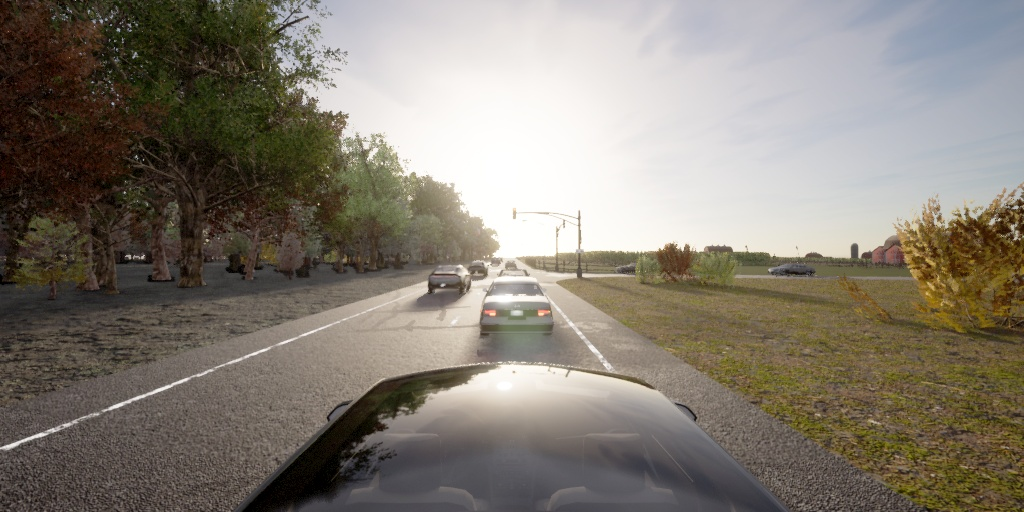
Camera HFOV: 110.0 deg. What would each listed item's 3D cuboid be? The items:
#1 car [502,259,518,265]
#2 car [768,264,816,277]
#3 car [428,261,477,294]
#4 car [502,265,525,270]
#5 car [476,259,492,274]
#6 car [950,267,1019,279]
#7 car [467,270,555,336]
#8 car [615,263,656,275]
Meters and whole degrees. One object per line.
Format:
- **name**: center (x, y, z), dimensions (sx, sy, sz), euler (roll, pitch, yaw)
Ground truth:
- **car**: center (-0.114, 1.302, 59.833), dimensions (2.033, 1.411, 5.357), euler (0, 0, 2)
- **car**: center (33.171, 1.661, 42.585), dimensions (4.902, 1.511, 2.128), euler (1, -1, 0)
- **car**: center (-3.418, 1.245, 20.200), dimensions (2.128, 1.511, 4.902), euler (0, 0, 0)
- **car**: center (0.081, 1.355, 20.034), dimensions (1.895, 1.301, 4.718), euler (0, 0, 0)
- **car**: center (-3.434, 1.263, 37.030), dimensions (1.837, 1.490, 4.892), euler (0, 1, 0)
- **car**: center (51.384, 1.910, 38.888), dimensions (4.718, 1.301, 1.895), euler (1, -1, 1)
- **car**: center (0.087, 1.300, 10.384), dimensions (2.033, 1.411, 5.357), euler (0, 0, 0)
- **car**: center (14.774, 1.497, 42.793), dimensions (4.674, 1.442, 1.812), euler (1, -1, 2)
